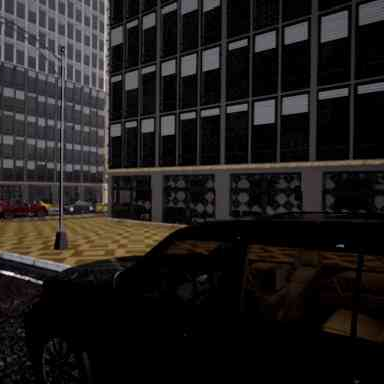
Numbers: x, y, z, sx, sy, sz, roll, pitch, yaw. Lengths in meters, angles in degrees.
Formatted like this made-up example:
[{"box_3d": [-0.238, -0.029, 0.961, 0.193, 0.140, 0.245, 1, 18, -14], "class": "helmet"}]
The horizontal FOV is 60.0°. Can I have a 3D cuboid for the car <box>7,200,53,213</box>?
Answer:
[{"box_3d": [-19.596, 1.667, 40.432, 1.752, 1.417, 4.829, 1, 0, 37], "class": "car"}]

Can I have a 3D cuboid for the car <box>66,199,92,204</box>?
[{"box_3d": [-14.661, 1.729, 42.715, 1.837, 1.490, 4.892, 1, 0, 37], "class": "car"}]

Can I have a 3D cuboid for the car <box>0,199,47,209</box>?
[{"box_3d": [-16.125, 1.538, 31.047, 2.192, 1.841, 5.009, 0, 0, 37], "class": "car"}]

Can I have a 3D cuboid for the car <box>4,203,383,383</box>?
[{"box_3d": [0.699, 1.222, 3.184, 5.566, 2.045, 2.150, 0, 0, 36], "class": "car"}]

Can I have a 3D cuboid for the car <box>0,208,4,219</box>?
[{"box_3d": [-7.283, 1.355, 8.905, 4.553, 1.767, 2.097, 0, 0, 36], "class": "car"}]
